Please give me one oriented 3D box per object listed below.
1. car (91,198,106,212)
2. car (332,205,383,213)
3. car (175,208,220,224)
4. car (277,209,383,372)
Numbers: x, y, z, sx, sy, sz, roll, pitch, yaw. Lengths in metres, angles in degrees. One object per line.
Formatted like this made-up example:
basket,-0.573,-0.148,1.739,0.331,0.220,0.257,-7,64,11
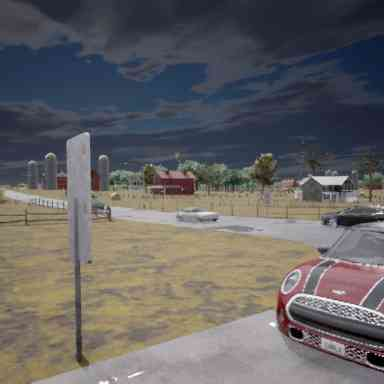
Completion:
car,-15.614,1.950,52.804,2.150,2.045,5.566,-1,1,-35
car,11.297,1.656,22.354,4.892,1.490,1.837,-2,2,38
car,0.418,2.100,30.381,1.895,1.301,4.718,-1,0,-36
car,3.411,1.350,5.714,4.553,1.767,2.097,0,0,-43
